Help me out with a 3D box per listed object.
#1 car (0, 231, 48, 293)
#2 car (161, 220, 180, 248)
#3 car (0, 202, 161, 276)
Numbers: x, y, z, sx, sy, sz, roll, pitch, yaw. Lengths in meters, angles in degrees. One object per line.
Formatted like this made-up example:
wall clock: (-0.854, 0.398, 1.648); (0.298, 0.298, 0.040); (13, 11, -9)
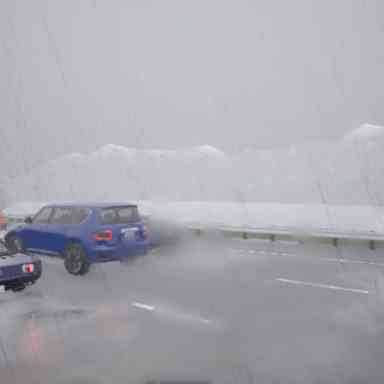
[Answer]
car: (-5.726, 1.721, 8.030); (4.718, 1.301, 1.895); (-1, -1, 36)
car: (-2.551, 1.696, 14.370); (4.181, 1.385, 1.994); (-1, -1, 36)
car: (-3.932, 1.348, 11.051); (5.566, 2.045, 2.150); (-1, 0, 36)
